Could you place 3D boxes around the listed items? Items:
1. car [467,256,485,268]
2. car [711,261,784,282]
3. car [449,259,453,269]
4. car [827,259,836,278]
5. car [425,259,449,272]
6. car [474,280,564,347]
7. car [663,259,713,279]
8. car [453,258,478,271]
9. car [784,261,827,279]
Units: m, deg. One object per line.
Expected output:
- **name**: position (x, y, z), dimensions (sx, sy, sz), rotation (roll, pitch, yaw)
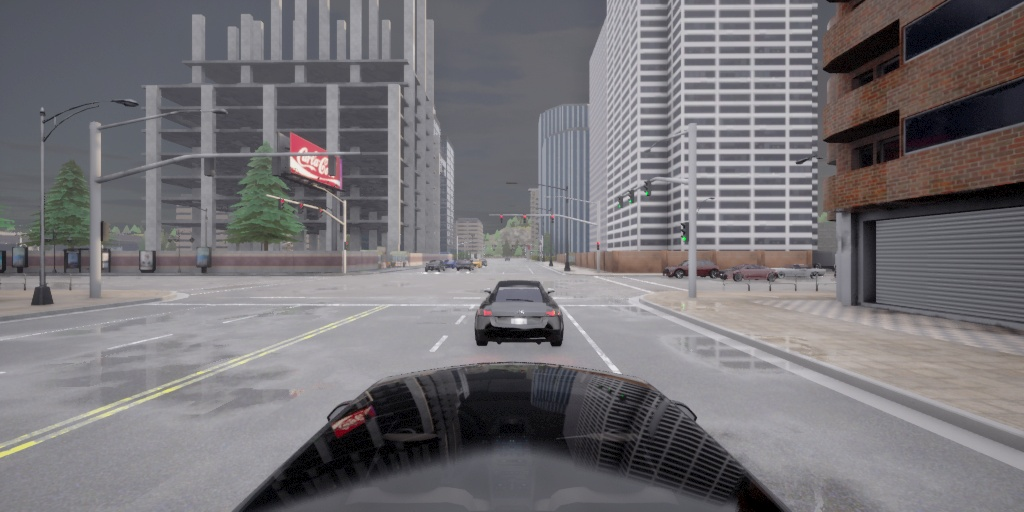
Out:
- **car**: position (-6.091, 1.228, 59.399), dimensions (1.882, 1.535, 5.008), rotation (0, 0, 1)
- **car**: position (18.793, 1.314, 28.767), dimensions (4.181, 1.385, 1.994), rotation (0, 0, 1)
- **car**: position (-9.665, 1.228, 55.701), dimensions (1.882, 1.535, 5.008), rotation (0, 0, 1)
- **car**: position (28.679, 1.228, 28.630), dimensions (5.008, 1.535, 1.882), rotation (0, 0, 1)
- **car**: position (-9.839, 1.255, 46.207), dimensions (1.837, 1.490, 4.892), rotation (0, 0, 1)
- **car**: position (0.188, 1.314, 9.392), dimensions (1.994, 1.385, 4.181), rotation (0, 0, 1)
- **car**: position (16.068, 1.102, 32.301), dimensions (4.553, 1.767, 2.097), rotation (0, 0, 1)
- **car**: position (-6.290, 1.297, 49.090), dimensions (2.033, 1.411, 5.357), rotation (0, 0, 1)
- **car**: position (25.061, 1.351, 32.184), dimensions (4.718, 1.301, 1.895), rotation (0, 0, 1)
